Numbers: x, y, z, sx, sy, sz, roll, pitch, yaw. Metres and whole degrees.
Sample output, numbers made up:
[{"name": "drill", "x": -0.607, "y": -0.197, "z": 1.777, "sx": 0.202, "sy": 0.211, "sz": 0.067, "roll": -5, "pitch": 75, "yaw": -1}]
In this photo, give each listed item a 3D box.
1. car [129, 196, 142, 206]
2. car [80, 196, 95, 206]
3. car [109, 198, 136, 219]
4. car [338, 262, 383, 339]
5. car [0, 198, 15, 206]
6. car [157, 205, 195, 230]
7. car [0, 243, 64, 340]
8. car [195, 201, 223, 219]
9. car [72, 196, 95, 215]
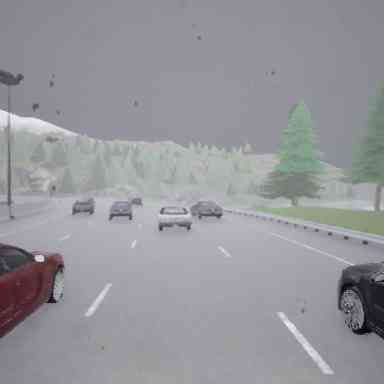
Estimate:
[{"name": "car", "x": -9.120, "y": 1.421, "z": 52.403, "sx": 1.837, "sy": 1.490, "sz": 4.892, "roll": 1, "pitch": 0, "yaw": -20}, {"name": "car", "x": -16.604, "y": 1.447, "z": 52.567, "sx": 1.837, "sy": 1.490, "sz": 4.892, "roll": 1, "pitch": -1, "yaw": -21}, {"name": "car", "x": -6.085, "y": 1.506, "z": 28.475, "sx": 2.033, "sy": 1.411, "sz": 5.357, "roll": 0, "pitch": 0, "yaw": -12}, {"name": "car", "x": 3.482, "y": 1.471, "z": 3.823, "sx": 2.128, "sy": 1.511, "sz": 4.902, "roll": 0, "pitch": 0, "yaw": -2}, {"name": "car", "x": -25.572, "y": 1.517, "z": 45.673, "sx": 1.812, "sy": 1.442, "sz": 4.674, "roll": 0, "pitch": 0, "yaw": -19}, {"name": "car", "x": -1.212, "y": 1.559, "z": 20.699, "sx": 1.895, "sy": 1.301, "sz": 4.718, "roll": 0, "pitch": 0, "yaw": -8}, {"name": "car", "x": -3.553, "y": 1.479, "z": 5.088, "sx": 1.882, "sy": 1.535, "sz": 5.008, "roll": 0, "pitch": 0, "yaw": -2}, {"name": "car", "x": 1.105, "y": 1.481, "z": 28.064, "sx": 2.033, "sy": 1.411, "sz": 5.357, "roll": 0, "pitch": 0, "yaw": -11}, {"name": "car", "x": -10.824, "y": 1.456, "z": 33.337, "sx": 2.128, "sy": 1.511, "sz": 4.902, "roll": 0, "pitch": 0, "yaw": -14}]
